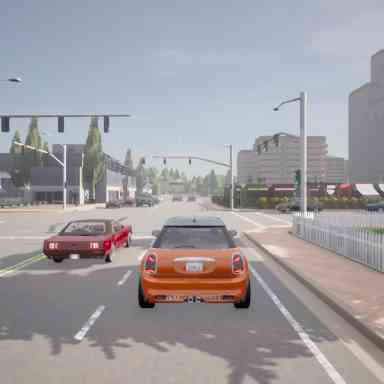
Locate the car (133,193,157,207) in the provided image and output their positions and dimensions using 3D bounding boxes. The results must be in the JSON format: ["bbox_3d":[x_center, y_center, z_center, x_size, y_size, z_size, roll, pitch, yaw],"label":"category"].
[{"bbox_3d":[-7.129,1.221,51.114,2.150,2.045,5.566,0,0,1],"label":"car"}]

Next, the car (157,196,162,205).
[{"bbox_3d":[-7.111,1.564,60.520,1.994,1.385,4.181,0,0,0],"label":"car"}]

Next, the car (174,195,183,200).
[{"bbox_3d":[-3.557,1.425,87.663,1.994,1.385,4.181,0,0,0],"label":"car"}]

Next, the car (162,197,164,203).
[{"bbox_3d":[-7.046,1.524,70.845,1.812,1.442,4.674,0,0,0],"label":"car"}]

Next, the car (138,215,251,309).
[{"bbox_3d":[0.059,1.352,8.056,2.097,1.767,4.553,0,0,0],"label":"car"}]

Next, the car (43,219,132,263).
[{"bbox_3d":[-3.424,1.601,11.949,1.895,1.301,4.718,0,0,0],"label":"car"}]

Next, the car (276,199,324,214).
[{"bbox_3d":[11.249,1.491,34.718,4.902,1.511,2.128,0,0,-2],"label":"car"}]

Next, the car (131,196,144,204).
[{"bbox_3d":[-10.588,1.564,64.997,1.994,1.385,4.181,0,0,0],"label":"car"}]

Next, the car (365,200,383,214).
[{"bbox_3d":[20.893,1.478,34.962,5.008,1.535,1.882,0,0,-2],"label":"car"}]

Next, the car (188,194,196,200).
[{"bbox_3d":[-0.057,1.398,87.667,2.128,1.511,4.902,0,0,0],"label":"car"}]

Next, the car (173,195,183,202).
[{"bbox_3d":[-3.551,1.513,77.708,1.812,1.442,4.674,0,0,0],"label":"car"}]

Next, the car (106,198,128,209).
[{"bbox_3d":[-10.628,1.564,46.287,1.994,1.385,4.181,0,0,0],"label":"car"}]

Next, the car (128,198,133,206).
[{"bbox_3d":[-10.622,1.601,55.049,1.895,1.301,4.718,0,0,0],"label":"car"}]

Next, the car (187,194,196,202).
[{"bbox_3d":[-0.051,1.531,77.391,2.033,1.411,5.357,0,0,0],"label":"car"}]
